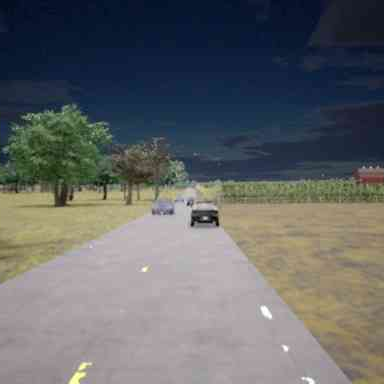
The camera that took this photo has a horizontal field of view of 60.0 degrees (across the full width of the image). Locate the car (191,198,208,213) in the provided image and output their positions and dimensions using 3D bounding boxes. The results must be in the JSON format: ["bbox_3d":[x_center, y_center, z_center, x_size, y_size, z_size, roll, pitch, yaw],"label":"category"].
[{"bbox_3d":[0.828,1.539,39.069,1.882,1.535,5.008,0,0,0],"label":"car"}]

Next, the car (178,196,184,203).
[{"bbox_3d":[-2.744,1.711,74.686,1.882,1.535,5.008,0,0,0],"label":"car"}]

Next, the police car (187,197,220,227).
[{"bbox_3d":[0.827,1.426,23.173,1.930,1.638,5.238,0,0,0],"label":"police car"}]

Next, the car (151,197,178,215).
[{"bbox_3d":[-2.842,1.385,33.515,2.097,1.767,4.553,0,0,0],"label":"car"}]

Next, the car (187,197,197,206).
[{"bbox_3d":[0.005,1.722,58.934,1.837,1.490,4.892,0,-1,0],"label":"car"}]

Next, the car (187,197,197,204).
[{"bbox_3d":[0.005,1.793,73.938,2.033,1.411,5.357,0,0,0],"label":"car"}]
